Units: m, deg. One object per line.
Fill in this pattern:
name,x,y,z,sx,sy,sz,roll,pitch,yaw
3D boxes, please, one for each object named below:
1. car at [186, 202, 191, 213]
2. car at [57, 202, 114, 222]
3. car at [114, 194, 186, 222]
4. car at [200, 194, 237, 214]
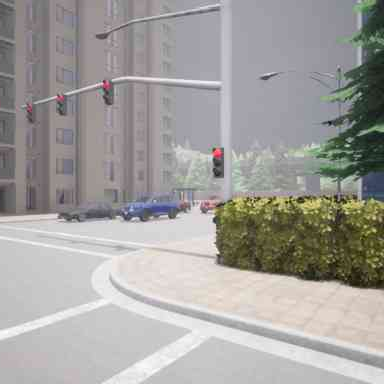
car,-2.088,1.478,34.469,1.882,1.535,5.008,0,0,36
car,-7.891,1.547,26.560,2.033,1.411,5.357,0,0,36
car,-3.269,1.221,26.946,2.150,2.045,5.566,0,0,36
car,3.074,1.221,35.581,2.150,2.045,5.566,0,0,36
